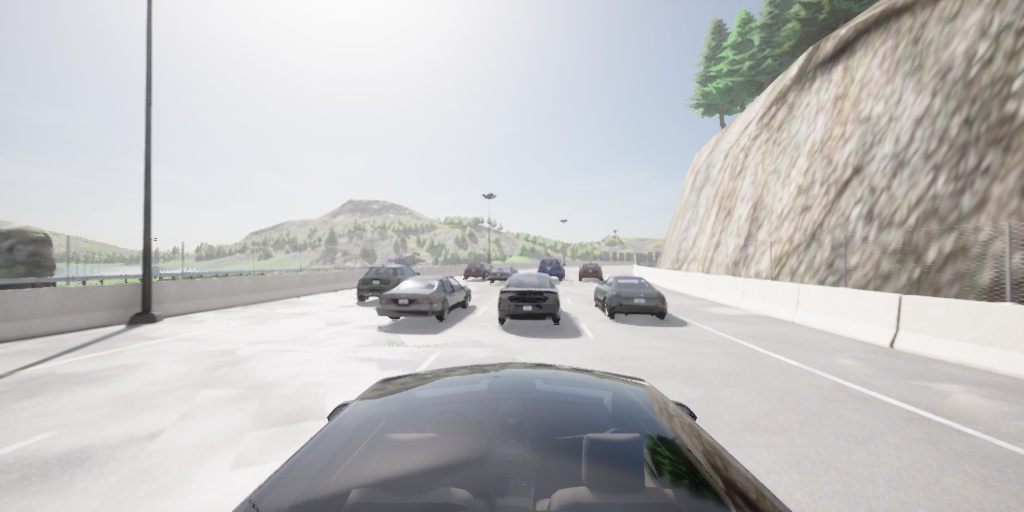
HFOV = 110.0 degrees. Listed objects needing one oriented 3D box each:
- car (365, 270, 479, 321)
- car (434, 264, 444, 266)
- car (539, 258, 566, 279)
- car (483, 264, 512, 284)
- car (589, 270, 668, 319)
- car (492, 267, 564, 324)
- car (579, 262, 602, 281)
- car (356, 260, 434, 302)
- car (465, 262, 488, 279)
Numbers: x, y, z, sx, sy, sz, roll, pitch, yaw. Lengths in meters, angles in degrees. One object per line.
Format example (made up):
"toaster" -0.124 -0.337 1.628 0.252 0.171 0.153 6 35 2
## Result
"car" -2.853 1.389 12.872 2.033 1.411 5.357 0 -1 7
"car" -10.585 1.745 49.220 1.895 1.301 4.718 0 -1 16
"car" 3.741 1.246 33.554 2.150 2.045 5.566 0 0 12
"car" -0.562 1.537 29.873 2.033 1.411 5.357 0 0 11
"car" 4.255 1.418 13.439 1.994 1.385 4.181 0 0 5
"car" 0.648 1.319 12.441 1.882 1.535 5.008 0 0 5
"car" 7.395 1.382 33.759 2.097 1.767 4.553 0 0 12
"car" -5.810 1.235 18.046 2.097 1.767 4.553 0 -1 6
"car" -3.074 1.382 34.989 2.097 1.767 4.553 0 0 12
